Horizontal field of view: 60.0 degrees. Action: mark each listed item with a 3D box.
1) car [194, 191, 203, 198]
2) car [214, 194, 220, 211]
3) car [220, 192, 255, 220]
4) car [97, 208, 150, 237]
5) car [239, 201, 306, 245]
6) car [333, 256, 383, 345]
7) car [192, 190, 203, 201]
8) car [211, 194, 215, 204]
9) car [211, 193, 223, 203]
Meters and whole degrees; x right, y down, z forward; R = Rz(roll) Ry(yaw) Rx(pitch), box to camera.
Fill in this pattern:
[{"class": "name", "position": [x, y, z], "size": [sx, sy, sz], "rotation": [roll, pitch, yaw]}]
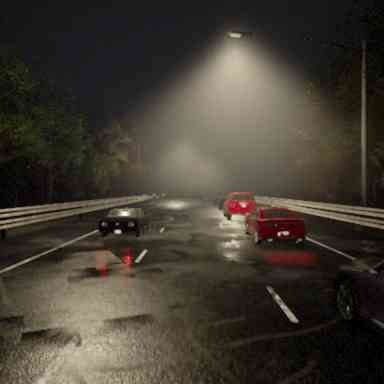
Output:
[{"class": "car", "position": [1.706, 0.615, 85.386], "size": [2.097, 1.767, 4.553], "rotation": [0, 0, 2]}, {"class": "car", "position": [3.827, 1.247, 36.924], "size": [1.837, 1.490, 4.892], "rotation": [0, 0, 1]}, {"class": "car", "position": [3.663, 1.042, 25.999], "size": [2.150, 2.045, 5.566], "rotation": [0, 0, 1]}, {"class": "car", "position": [-3.322, 1.481, 17.227], "size": [1.895, 1.301, 4.718], "rotation": [0, 0, 0]}, {"class": "car", "position": [3.555, 1.375, 15.016], "size": [1.882, 1.535, 5.008], "rotation": [0, 0, 0]}, {"class": "car", "position": [3.503, 1.404, 4.061], "size": [2.033, 1.649, 4.856], "rotation": [0, 0, 0]}, {"class": "car", "position": [1.080, 0.674, 68.141], "size": [2.150, 2.045, 5.566], "rotation": [0, 0, 2]}, {"class": "car", "position": [4.047, 1.156, 47.877], "size": [2.128, 1.511, 4.902], "rotation": [0, 0, 1]}, {"class": "car", "position": [4.324, 1.062, 58.828], "size": [1.882, 1.535, 5.008], "rotation": [0, 0, 2]}]
